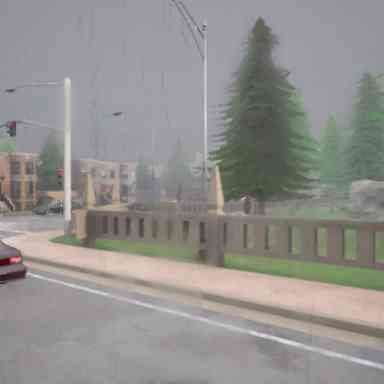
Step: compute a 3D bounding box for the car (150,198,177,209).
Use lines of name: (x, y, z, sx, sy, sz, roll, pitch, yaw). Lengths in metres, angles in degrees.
car: (-3.856, 1.632, 47.024, 1.882, 1.535, 5.008, 0, 0, 35)

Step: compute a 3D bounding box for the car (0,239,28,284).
car: (-6.254, 1.597, 8.605, 5.357, 1.411, 2.033, 0, 0, 39)

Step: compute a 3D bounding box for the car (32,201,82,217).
car: (-13.536, 1.654, 33.595, 1.837, 1.490, 4.892, 0, 0, 36)
